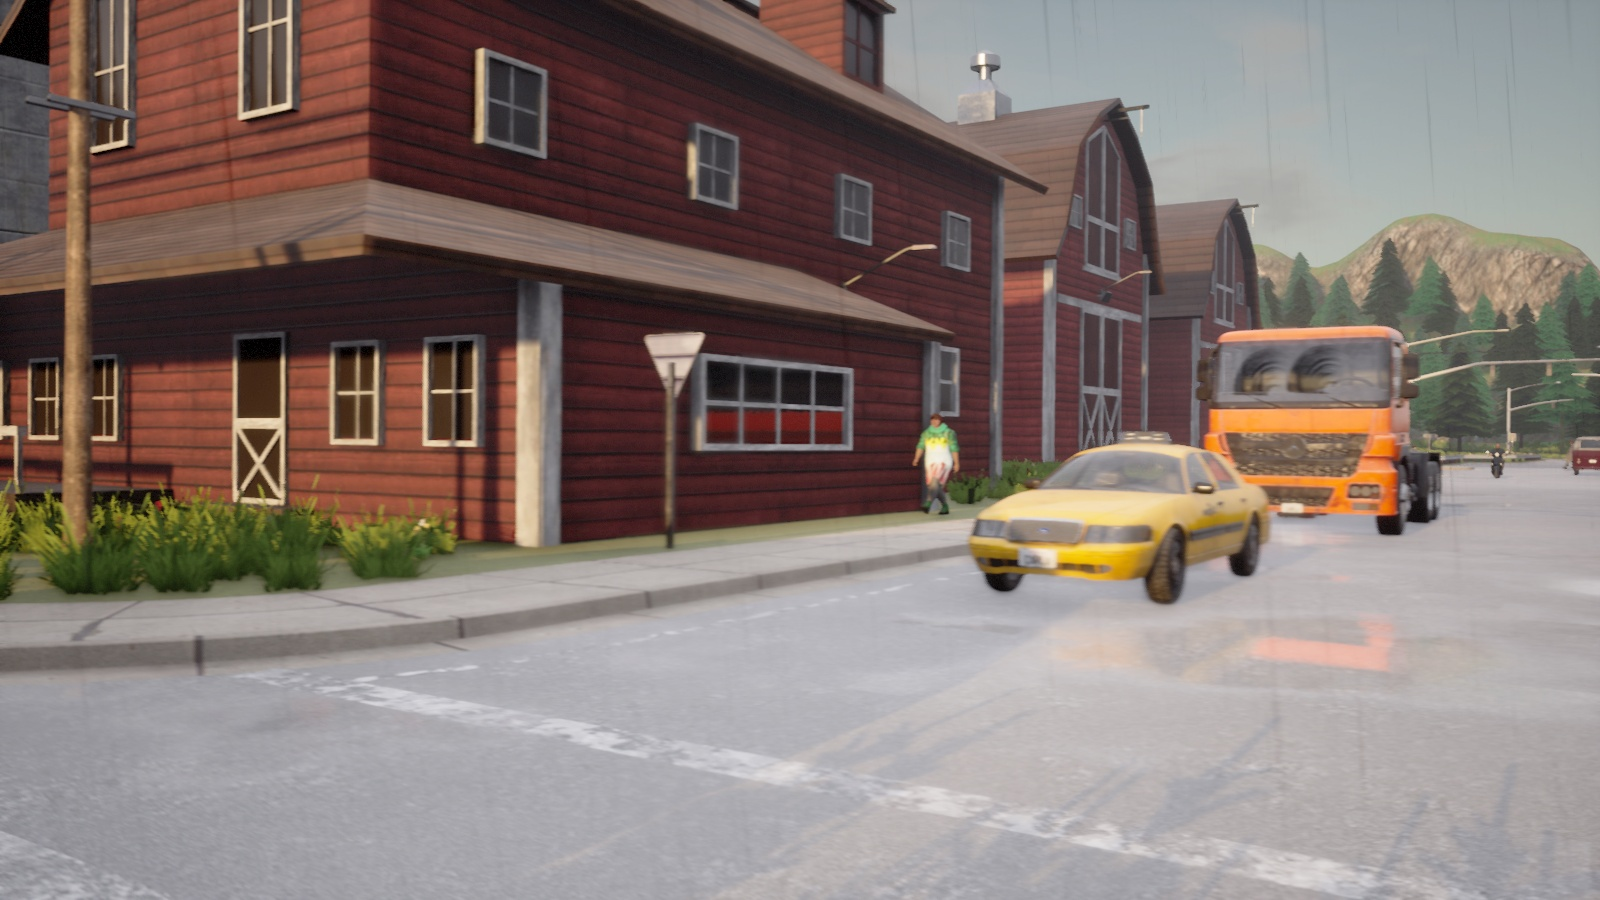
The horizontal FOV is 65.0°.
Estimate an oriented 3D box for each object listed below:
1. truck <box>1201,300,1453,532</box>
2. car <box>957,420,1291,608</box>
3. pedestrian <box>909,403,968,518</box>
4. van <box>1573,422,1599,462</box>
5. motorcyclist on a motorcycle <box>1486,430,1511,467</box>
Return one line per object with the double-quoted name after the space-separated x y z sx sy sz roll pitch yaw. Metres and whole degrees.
9.867 -0.549 22.900 2.891 3.462 7.936 0 1 33 "truck"
3.646 0.507 13.221 1.801 1.575 5.366 0 1 33 "car"
2.417 0.168 21.828 0.659 1.952 0.873 0 1 36 "pedestrian"
40.789 -0.435 64.509 1.775 1.987 4.442 0 1 33 "van"
31.139 -0.076 55.974 0.866 1.590 1.817 0 1 33 "motorcyclist on a motorcycle"
